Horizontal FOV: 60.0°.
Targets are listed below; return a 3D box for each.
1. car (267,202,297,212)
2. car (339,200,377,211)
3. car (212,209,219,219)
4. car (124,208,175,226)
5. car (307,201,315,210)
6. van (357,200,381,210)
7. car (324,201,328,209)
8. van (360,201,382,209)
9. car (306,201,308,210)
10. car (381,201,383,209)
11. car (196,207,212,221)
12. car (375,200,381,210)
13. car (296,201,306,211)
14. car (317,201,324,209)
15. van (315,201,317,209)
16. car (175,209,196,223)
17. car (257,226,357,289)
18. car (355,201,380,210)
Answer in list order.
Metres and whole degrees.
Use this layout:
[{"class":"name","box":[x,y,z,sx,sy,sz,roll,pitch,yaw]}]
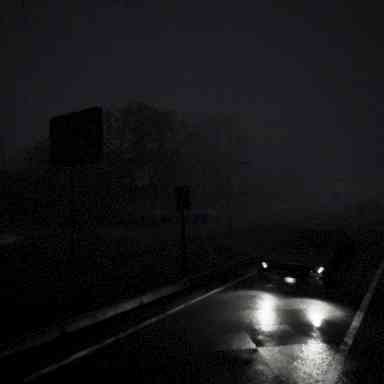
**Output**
[{"class":"car","box":[16.824,2.994,63.507,5.008,1.535,2.097,-2,-2,34]},{"class":"car","box":[29.241,2.713,58.560,4.892,1.521,2.231,-2,-2,34]},{"class":"car","box":[1.026,2.575,39.808,4.674,1.452,2.002,-2,-2,34]},{"class":"car","box":[-4.351,2.421,31.738,4.674,1.452,2.002,-2,-2,34]},{"class":"car","box":[24.562,3.166,75.082,4.553,1.767,2.185,-2,-2,34]},{"class":"van","box":[38.647,2.869,72.500,4.442,1.987,1.878,-2,-2,34]},{"class":"car","box":[30.855,3.567,84.265,5.366,1.575,1.946,-2,-2,34]},{"class":"van","box":[41.555,3.018,77.297,4.442,1.987,1.878,-2,-2,34]},{"class":"car","box":[21.450,3.204,70.461,4.674,1.452,2.002,-2,-2,34]},{"class":"car","box":[35.423,2.708,67.916,5.566,2.045,2.435,-2,-2,34]},{"class":"car","box":[-0.727,2.485,37.193,5.008,1.535,2.097,-2,-2,34]},{"class":"car","box":[30.763,2.518,60.917,5.566,2.045,2.435,-2,-2,34]},{"class":"car","box":[19.903,3.103,68.146,5.008,1.535,2.097,-2,-2,34]},{"class":"car","box":[29.162,3.543,82.046,4.674,1.452,2.002,-2,-2,34]},{"class":"van","box":[25.978,3.138,77.482,4.442,1.987,1.878,-2,-2,34]},{"class":"car","box":[-2.533,2.434,34.464,4.892,1.521,2.231,-2,-2,34]},{"class":"car","box":[3.833,1.791,10.282,2.033,1.411,5.357,-2,-2,34]},{"class":"car","box":[37.025,2.900,70.209,4.553,1.767,2.185,-2,-2,34]}]
